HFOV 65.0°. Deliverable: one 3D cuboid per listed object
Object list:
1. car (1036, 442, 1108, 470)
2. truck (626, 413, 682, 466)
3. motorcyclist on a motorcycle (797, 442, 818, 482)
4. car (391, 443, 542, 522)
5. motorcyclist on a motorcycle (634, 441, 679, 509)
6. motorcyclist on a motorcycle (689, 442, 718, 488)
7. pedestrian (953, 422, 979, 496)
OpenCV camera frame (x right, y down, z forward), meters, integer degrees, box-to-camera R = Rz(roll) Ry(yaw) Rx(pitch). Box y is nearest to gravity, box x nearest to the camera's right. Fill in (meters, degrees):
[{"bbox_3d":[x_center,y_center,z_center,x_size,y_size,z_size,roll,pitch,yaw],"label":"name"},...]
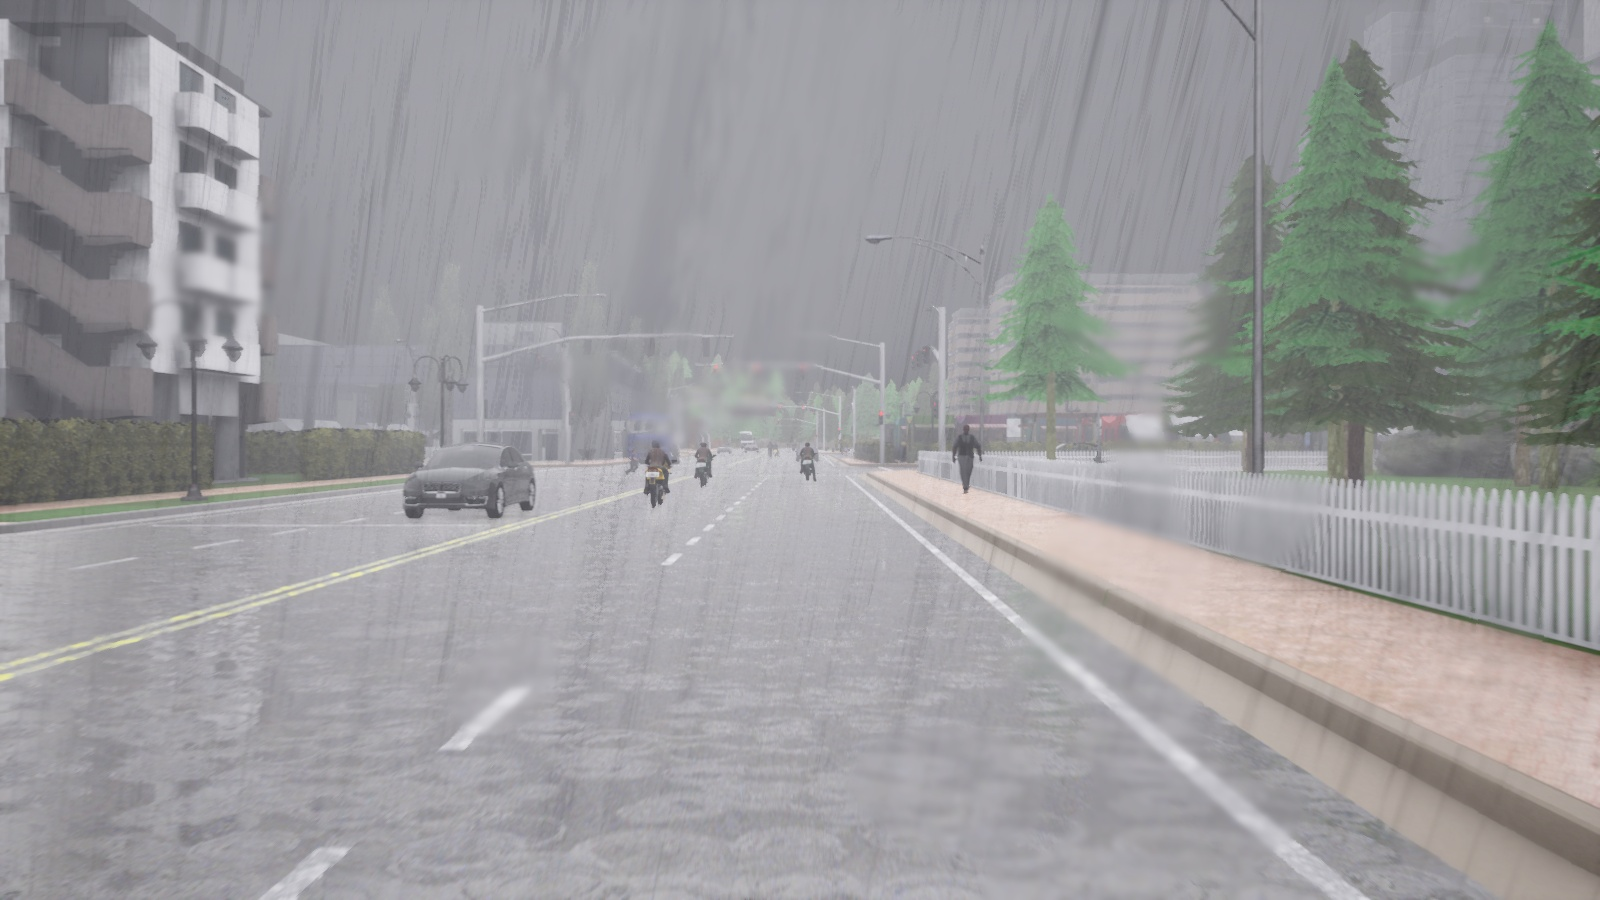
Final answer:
[{"bbox_3d":[15.436,0.336,71.341,3.705,1.549,1.789,0,0,-1],"label":"car"},{"bbox_3d":[-9.993,-0.736,86.863,2.891,3.462,7.936,0,1,0],"label":"truck"},{"bbox_3d":[0.292,0.454,48.706,0.797,1.523,2.044,0,0,0],"label":"motorcyclist on a motorcycle"},{"bbox_3d":[-6.836,0.598,26.286,1.837,1.490,4.892,0,0,0],"label":"car"},{"bbox_3d":[-3.319,0.561,29.259,0.797,1.523,2.044,0,0,0],"label":"motorcyclist on a motorcycle"},{"bbox_3d":[-3.245,0.488,42.298,0.797,1.523,2.044,0,0,0],"label":"motorcyclist on a motorcycle"},{"bbox_3d":[4.264,0.226,32.294,0.563,1.883,0.849,0,0,0],"label":"pedestrian"}]
